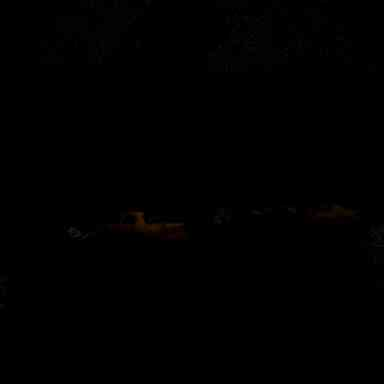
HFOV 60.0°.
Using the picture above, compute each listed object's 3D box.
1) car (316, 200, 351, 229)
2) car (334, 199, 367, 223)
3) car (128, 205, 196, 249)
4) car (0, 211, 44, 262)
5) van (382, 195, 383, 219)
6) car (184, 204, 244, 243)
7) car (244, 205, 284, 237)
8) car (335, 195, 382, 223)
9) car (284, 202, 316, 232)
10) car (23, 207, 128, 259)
[{"bbox_3d":[7.031,1.459,21.468,5.366,1.575,1.946,-1,-1,32],"label":"car"},{"bbox_3d":[9.047,1.458,23.484,5.366,1.575,1.946,-1,0,32],"label":"car"},{"bbox_3d":[-2.719,1.491,14.501,5.366,1.575,1.946,-1,0,34],"label":"car"},{"bbox_3d":[-7.341,1.504,10.899,5.008,1.535,2.097,-1,0,34],"label":"car"},{"bbox_3d":[13.935,1.218,27.020,4.442,1.987,1.878,-1,-1,31],"label":"van"},{"bbox_3d":[-0.165,1.358,16.152,4.553,1.767,2.185,-1,0,33],"label":"car"},{"bbox_3d":[2.179,1.518,17.949,4.674,1.452,2.002,-1,0,33],"label":"car"},{"bbox_3d":[11.553,1.326,25.206,4.553,1.767,2.185,-1,0,32],"label":"car"},{"bbox_3d":[4.531,1.512,19.748,4.674,1.452,2.002,-1,0,33],"label":"car"},{"bbox_3d":[-4.973,1.373,12.668,4.553,1.767,2.185,-1,-1,34],"label":"car"}]
